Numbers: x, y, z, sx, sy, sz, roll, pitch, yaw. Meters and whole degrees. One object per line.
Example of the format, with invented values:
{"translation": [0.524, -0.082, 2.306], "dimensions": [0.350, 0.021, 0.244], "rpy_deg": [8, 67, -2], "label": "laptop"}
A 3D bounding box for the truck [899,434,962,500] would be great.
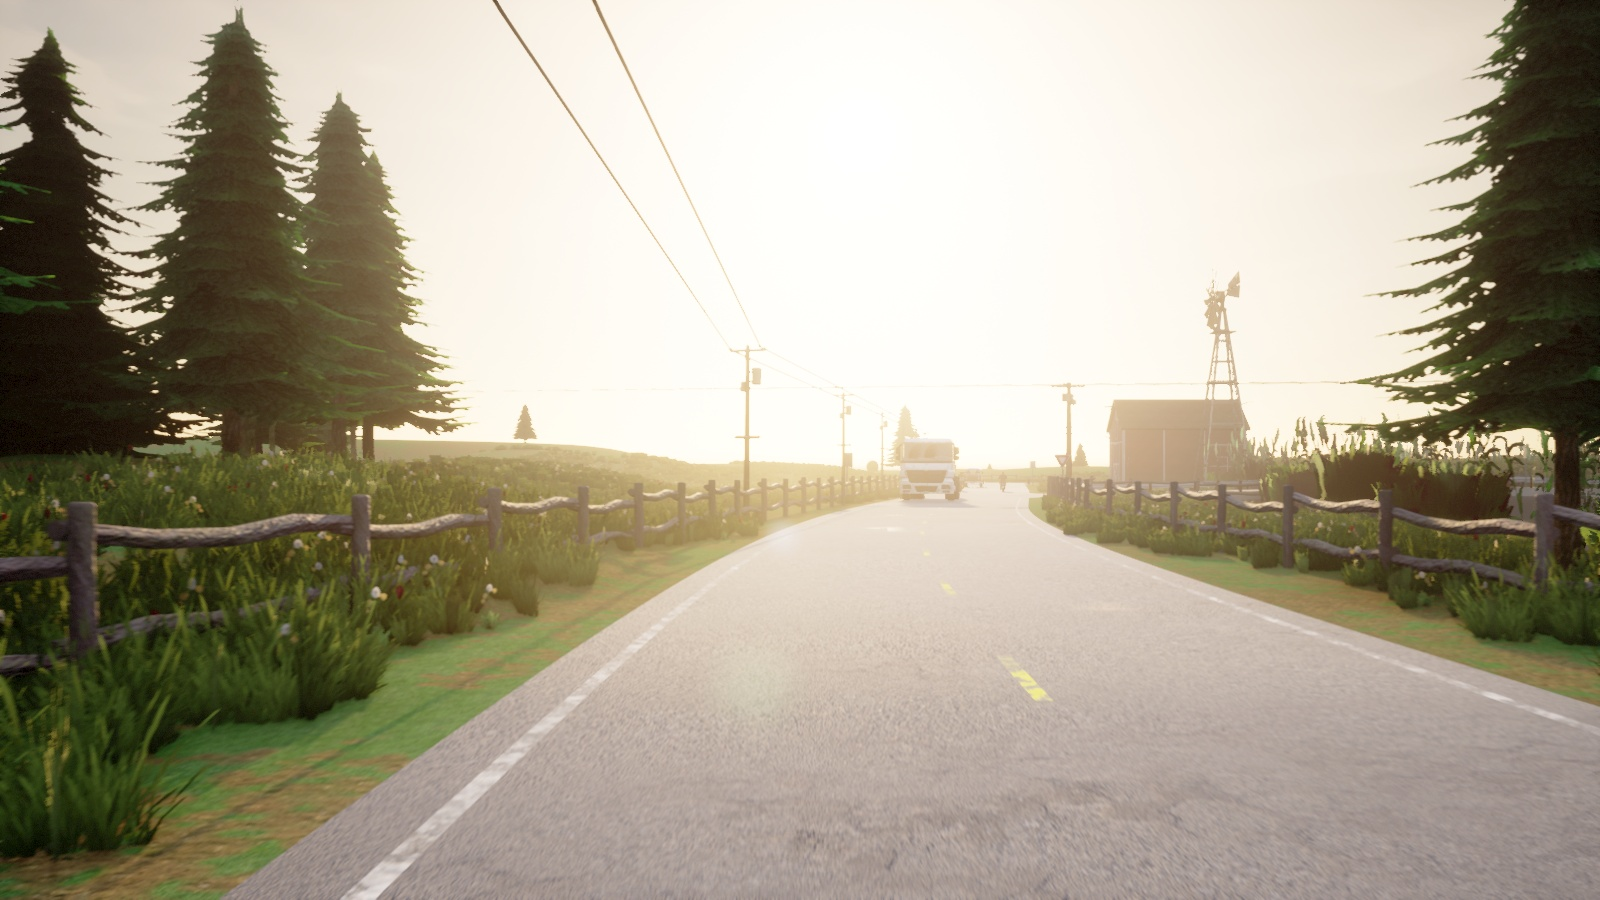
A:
{"translation": [7.349, 0.974, 69.873], "dimensions": [2.891, 3.462, 7.936], "rpy_deg": [0, -1, 10], "label": "truck"}
